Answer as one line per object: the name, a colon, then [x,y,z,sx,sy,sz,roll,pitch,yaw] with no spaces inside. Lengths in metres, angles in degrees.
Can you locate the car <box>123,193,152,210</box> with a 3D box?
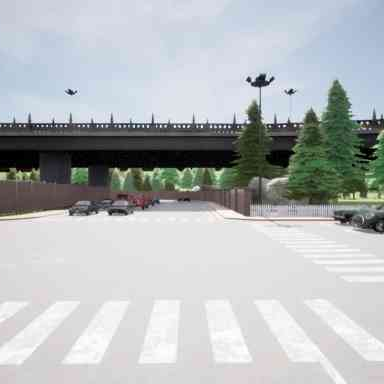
car: [-7.048,1.221,43.723,2.150,2.045,5.566,0,0,0]

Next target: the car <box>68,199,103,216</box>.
car: [-10.573,1.526,32.895,1.812,1.442,4.674,0,0,0]

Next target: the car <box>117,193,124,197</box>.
car: [-10.579,1.221,51.526,2.150,2.045,5.566,0,0,0]

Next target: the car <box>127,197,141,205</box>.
car: [-10.672,1.564,61.517,1.994,1.385,4.181,0,0,-1]

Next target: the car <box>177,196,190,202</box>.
car: [-1.912,1.552,75.186,1.994,1.385,4.181,0,0,-19]

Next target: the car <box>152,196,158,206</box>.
car: [-7.049,1.564,53.731,1.994,1.385,4.181,0,0,0]

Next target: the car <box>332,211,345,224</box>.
car: [11.984,1.545,22.169,4.718,1.301,1.895,0,0,2]

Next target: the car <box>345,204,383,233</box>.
car: [11.480,1.296,18.661,4.553,1.767,2.097,0,0,2]

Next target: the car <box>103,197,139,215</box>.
car: [-7.045,1.547,33.549,2.033,1.411,5.357,0,0,0]

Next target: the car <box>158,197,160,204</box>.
car: [-7.201,1.547,64.391,2.033,1.411,5.357,0,0,-3]
